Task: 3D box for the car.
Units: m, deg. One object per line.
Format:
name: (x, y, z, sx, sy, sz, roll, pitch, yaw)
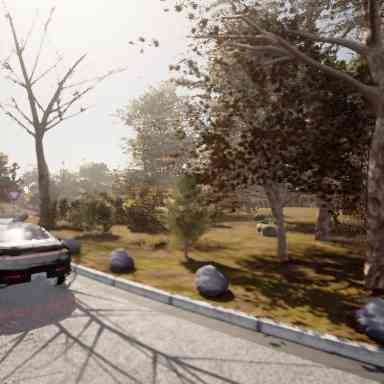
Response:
car: (-4.829, 1.524, 8.475, 4.902, 1.511, 2.128, -1, 0, 45)
